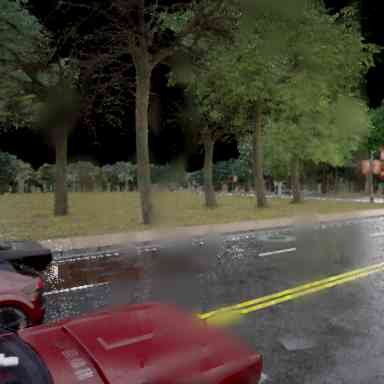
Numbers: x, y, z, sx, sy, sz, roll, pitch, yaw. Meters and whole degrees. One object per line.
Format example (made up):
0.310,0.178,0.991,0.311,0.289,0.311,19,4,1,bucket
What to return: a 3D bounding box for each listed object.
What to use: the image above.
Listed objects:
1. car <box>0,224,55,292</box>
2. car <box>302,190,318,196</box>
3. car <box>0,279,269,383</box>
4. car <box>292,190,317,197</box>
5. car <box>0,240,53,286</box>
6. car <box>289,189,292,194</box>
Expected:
-5.832,1.608,7.507,4.718,1.301,1.895,-1,1,-36,car
31.252,0.218,88.181,1.994,1.385,4.181,-1,1,-12,car
-1.650,1.603,2.261,4.718,1.301,1.895,-1,1,-36,car
26.631,0.359,78.890,2.128,1.511,4.902,-1,1,-12,car
-4.314,1.578,4.596,4.181,1.385,1.994,-1,1,-36,car
28.077,0.260,87.489,1.994,1.385,4.181,-1,1,-12,car
